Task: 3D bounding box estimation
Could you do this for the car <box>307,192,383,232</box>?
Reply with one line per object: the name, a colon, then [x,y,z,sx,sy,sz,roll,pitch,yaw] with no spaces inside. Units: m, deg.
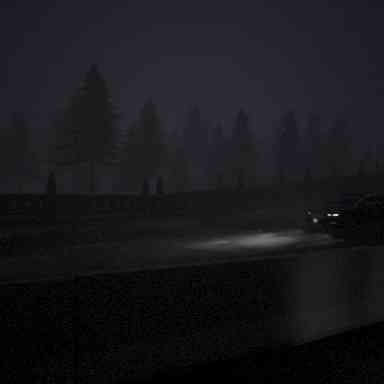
car: [7.421,0.793,15.085,4.902,1.511,2.128,-4,3,-25]
